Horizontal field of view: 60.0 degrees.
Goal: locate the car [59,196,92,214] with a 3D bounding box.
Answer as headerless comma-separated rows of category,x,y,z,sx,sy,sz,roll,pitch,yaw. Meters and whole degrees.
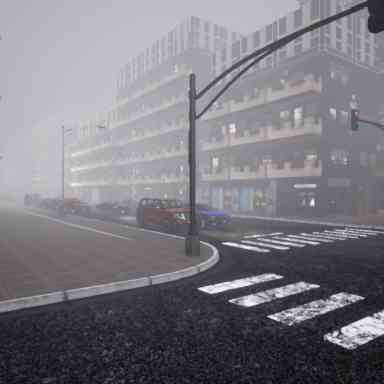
car,-11.524,1.444,33.442,1.887,1.381,4.507,0,0,-36

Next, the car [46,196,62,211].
car,-14.848,1.451,38.030,1.947,1.339,4.313,0,0,-36

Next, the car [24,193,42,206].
car,-24.815,1.162,51.793,2.192,1.841,5.009,0,0,-36

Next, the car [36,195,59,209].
car,-18.171,1.436,42.619,1.947,1.339,4.313,0,0,-36

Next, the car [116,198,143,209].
car,-8.061,1.465,42.947,1.802,1.307,4.206,0,0,-36

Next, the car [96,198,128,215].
car,-7.657,1.508,32.520,1.895,1.301,4.718,0,0,-36

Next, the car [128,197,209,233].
car,-1.556,1.264,19.679,2.192,1.841,5.009,0,0,-36

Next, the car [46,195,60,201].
car,-31.318,1.379,75.058,2.008,1.369,4.403,0,0,-36

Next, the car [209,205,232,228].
car,0.431,1.426,21.346,1.882,1.535,5.008,0,1,-36

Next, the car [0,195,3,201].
car,-41.430,1.269,74.730,1.967,1.590,4.097,0,0,-36

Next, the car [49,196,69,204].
car,-24.517,1.383,61.265,2.033,1.411,5.357,0,0,-37

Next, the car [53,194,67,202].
car,-27.996,1.269,70.472,1.967,1.590,4.097,0,0,-36

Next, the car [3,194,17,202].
car,-38.107,1.412,70.144,1.802,1.307,4.206,0,0,-36
